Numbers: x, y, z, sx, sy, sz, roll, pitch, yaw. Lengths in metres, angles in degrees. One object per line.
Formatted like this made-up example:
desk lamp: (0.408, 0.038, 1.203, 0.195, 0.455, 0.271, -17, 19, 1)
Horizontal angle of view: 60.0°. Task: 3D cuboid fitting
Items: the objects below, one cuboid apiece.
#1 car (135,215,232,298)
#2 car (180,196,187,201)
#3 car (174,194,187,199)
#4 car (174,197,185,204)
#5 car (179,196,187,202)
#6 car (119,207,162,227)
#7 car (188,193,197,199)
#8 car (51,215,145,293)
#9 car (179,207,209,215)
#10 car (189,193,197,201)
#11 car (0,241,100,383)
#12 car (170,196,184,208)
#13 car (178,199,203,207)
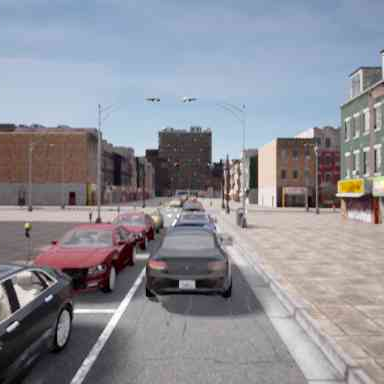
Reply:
car: (-0.045, 1.542, 8.419, 1.812, 1.442, 4.674, 0, 0, 1)
car: (-2.459, 1.815, 95.458, 1.967, 1.590, 4.097, 0, 0, 0)
car: (-2.529, 1.497, 57.349, 2.192, 1.841, 5.009, 0, 0, 0)
car: (-2.510, 1.784, 68.237, 2.008, 1.369, 4.403, 0, 0, 0)
car: (-2.470, 1.891, 90.013, 1.887, 1.381, 4.507, 0, 0, 0)
car: (-2.608, 1.575, 14.454, 1.887, 1.381, 4.507, 0, 0, 0)
car: (0.151, 1.654, 82.370, 2.097, 1.767, 4.553, 0, 0, 0)
car: (-2.618, 1.562, 8.960, 1.887, 1.381, 4.507, 0, 0, 0)
car: (0.123, 1.635, 16.189, 1.895, 1.301, 4.718, 0, 0, 0)
car: (0.170, 1.417, 92.434, 2.150, 2.045, 5.566, 0, 0, 0)
car: (-2.628, 1.557, 3.466, 2.008, 1.369, 4.403, 0, 0, 0)
car: (-2.540, 1.683, 51.736, 1.752, 1.417, 4.829, 0, 0, 0)
car: (0.159, 1.569, 26.490, 1.837, 1.490, 4.892, 0, 0, 2)
